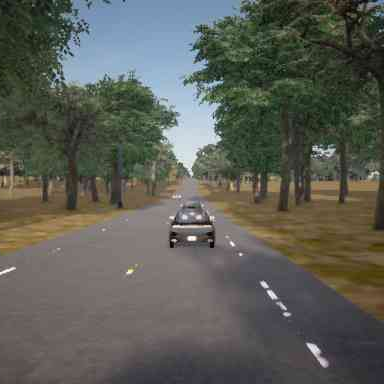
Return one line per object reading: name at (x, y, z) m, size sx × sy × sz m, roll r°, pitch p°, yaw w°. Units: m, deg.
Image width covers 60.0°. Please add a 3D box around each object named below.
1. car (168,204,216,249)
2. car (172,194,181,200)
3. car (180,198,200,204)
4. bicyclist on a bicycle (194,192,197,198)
car at (0.000, 1.499, 14.655) m, size 2.128 × 1.511 × 4.902 m, roll 0°, pitch 0°, yaw 0°
car at (-3.499, 1.158, 76.685) m, size 1.895 × 1.301 × 4.718 m, roll 0°, pitch 1°, yaw 0°
car at (0.000, 1.520, 29.659) m, size 1.837 × 1.490 × 4.892 m, roll 0°, pitch 0°, yaw 0°
bicyclist on a bicycle at (0.953, 0.871, 90.082) m, size 0.866 × 1.612 × 1.509 m, roll 0°, pitch 1°, yaw 0°
